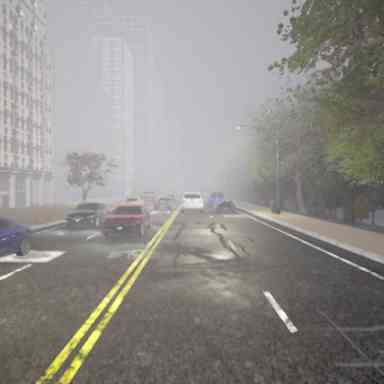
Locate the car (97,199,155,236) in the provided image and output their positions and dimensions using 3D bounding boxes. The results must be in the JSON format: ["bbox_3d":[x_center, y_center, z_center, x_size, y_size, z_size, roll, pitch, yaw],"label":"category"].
[{"bbox_3d":[-3.335,1.383,17.867,1.882,1.535,5.008,0,0,0],"label":"car"}]

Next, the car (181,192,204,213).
[{"bbox_3d":[0.024,1.043,33.937,2.150,2.045,5.566,0,0,0],"label":"car"}]

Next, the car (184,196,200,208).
[{"bbox_3d":[0.046,1.311,45.513,2.033,1.411,5.357,0,0,0],"label":"car"}]

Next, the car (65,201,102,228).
[{"bbox_3d":[-6.569,1.393,21.501,1.837,1.490,4.892,0,0,0],"label":"car"}]

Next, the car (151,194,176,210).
[{"bbox_3d":[-3.223,1.335,38.467,1.812,1.442,4.674,0,0,0],"label":"car"}]

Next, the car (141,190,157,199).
[{"bbox_3d":[-6.464,0.772,50.271,2.150,2.045,5.566,0,0,0],"label":"car"}]

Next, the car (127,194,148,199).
[{"bbox_3d":[-6.492,1.285,36.827,1.882,1.535,5.008,0,0,0],"label":"car"}]

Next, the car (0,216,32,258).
[{"bbox_3d":[-6.596,1.472,10.093,1.812,1.442,4.674,0,0,0],"label":"car"}]

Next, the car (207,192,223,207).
[{"bbox_3d":[3.297,0.987,45.561,2.150,2.045,5.566,0,1,0],"label":"car"}]

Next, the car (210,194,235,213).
[{"bbox_3d":[3.273,1.313,33.926,2.128,1.511,4.902,0,0,0],"label":"car"}]
